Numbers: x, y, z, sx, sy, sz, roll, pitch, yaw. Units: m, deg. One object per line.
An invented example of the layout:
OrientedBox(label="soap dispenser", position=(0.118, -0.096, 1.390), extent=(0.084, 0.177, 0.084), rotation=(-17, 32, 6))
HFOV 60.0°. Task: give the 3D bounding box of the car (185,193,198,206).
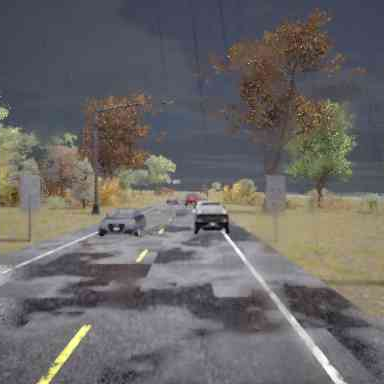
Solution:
OrientedBox(label="car", position=(0.057, 1.170, 52.564), extent=(2.150, 2.045, 5.566), rotation=(0, 0, 0))

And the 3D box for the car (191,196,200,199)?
OrientedBox(label="car", position=(1.069, 1.474, 35.178), extent=(1.837, 1.490, 4.892), rotation=(0, 0, 0))

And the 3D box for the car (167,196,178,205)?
OrientedBox(label="car", position=(-3.469, 1.417, 59.681), extent=(1.882, 1.535, 5.008), rotation=(0, 0, 1))

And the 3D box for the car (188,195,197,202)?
OrientedBox(label="car", position=(0.098, 1.354, 70.592), extent=(1.812, 1.442, 4.674), rotation=(0, 0, 0))

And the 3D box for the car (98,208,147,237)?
OrientedBox(label="car", position=(-3.600, 1.550, 17.814), extent=(1.994, 1.385, 4.181), rotation=(0, 0, 0))

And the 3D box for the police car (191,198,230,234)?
OrientedBox(label="police car", position=(1.047, 1.410, 19.294), extent=(1.930, 1.638, 5.238), rotation=(0, 0, 0))
